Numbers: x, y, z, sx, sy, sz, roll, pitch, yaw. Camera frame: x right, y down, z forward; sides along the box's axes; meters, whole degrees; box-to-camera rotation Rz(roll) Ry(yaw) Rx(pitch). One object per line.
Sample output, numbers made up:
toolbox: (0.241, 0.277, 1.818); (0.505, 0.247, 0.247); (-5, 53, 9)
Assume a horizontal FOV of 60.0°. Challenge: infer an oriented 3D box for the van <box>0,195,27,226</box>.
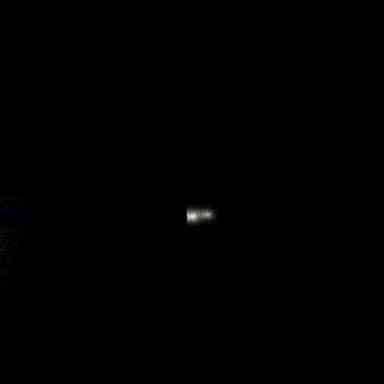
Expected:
van: (-10.968, 1.219, 22.213); (1.690, 1.788, 3.998); (1, 1, 35)
